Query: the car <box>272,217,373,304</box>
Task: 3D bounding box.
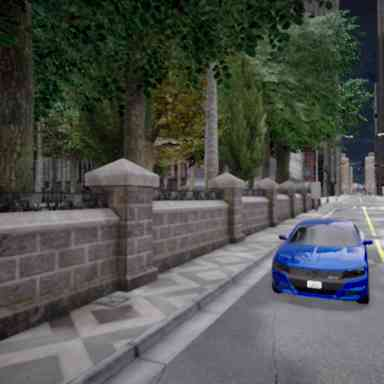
[{"bbox_3d":[3.392,1.450,8.457,1.882,1.535,5.008,0,0,26],"label":"car"}]
